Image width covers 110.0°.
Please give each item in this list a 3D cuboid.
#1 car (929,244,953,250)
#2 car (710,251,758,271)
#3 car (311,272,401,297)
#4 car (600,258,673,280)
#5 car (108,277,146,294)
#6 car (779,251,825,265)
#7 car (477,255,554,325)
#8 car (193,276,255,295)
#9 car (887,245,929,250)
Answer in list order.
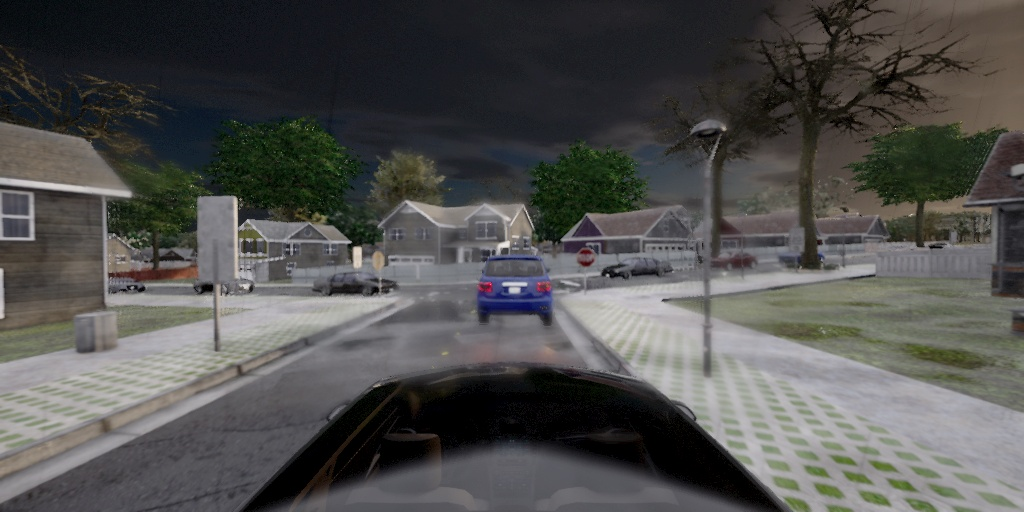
[{"bbox_3d":[49.562,-0.693,41.373,4.892,1.490,1.837,-2,2,-25],"label":"car"},{"bbox_3d":[18.279,0.352,29.888,5.008,1.535,1.882,-2,2,-26],"label":"car"},{"bbox_3d":[-9.414,1.656,21.500,5.357,1.411,2.033,-2,0,20],"label":"car"},{"bbox_3d":[8.952,0.828,25.569,5.357,1.411,2.033,-3,2,-24],"label":"car"},{"bbox_3d":[-34.206,2.577,31.341,4.181,1.385,1.994,-2,0,23],"label":"car"},{"bbox_3d":[27.711,-0.021,34.315,5.008,1.535,1.882,-2,2,-25],"label":"car"},{"bbox_3d":[0.145,0.977,12.014,2.150,2.045,5.566,0,0,2],"label":"car"},{"bbox_3d":[-20.843,2.033,25.951,4.902,1.511,2.128,-2,0,22],"label":"car"},{"bbox_3d":[40.068,-0.323,36.896,5.357,1.411,2.033,-2,2,-25],"label":"car"}]
